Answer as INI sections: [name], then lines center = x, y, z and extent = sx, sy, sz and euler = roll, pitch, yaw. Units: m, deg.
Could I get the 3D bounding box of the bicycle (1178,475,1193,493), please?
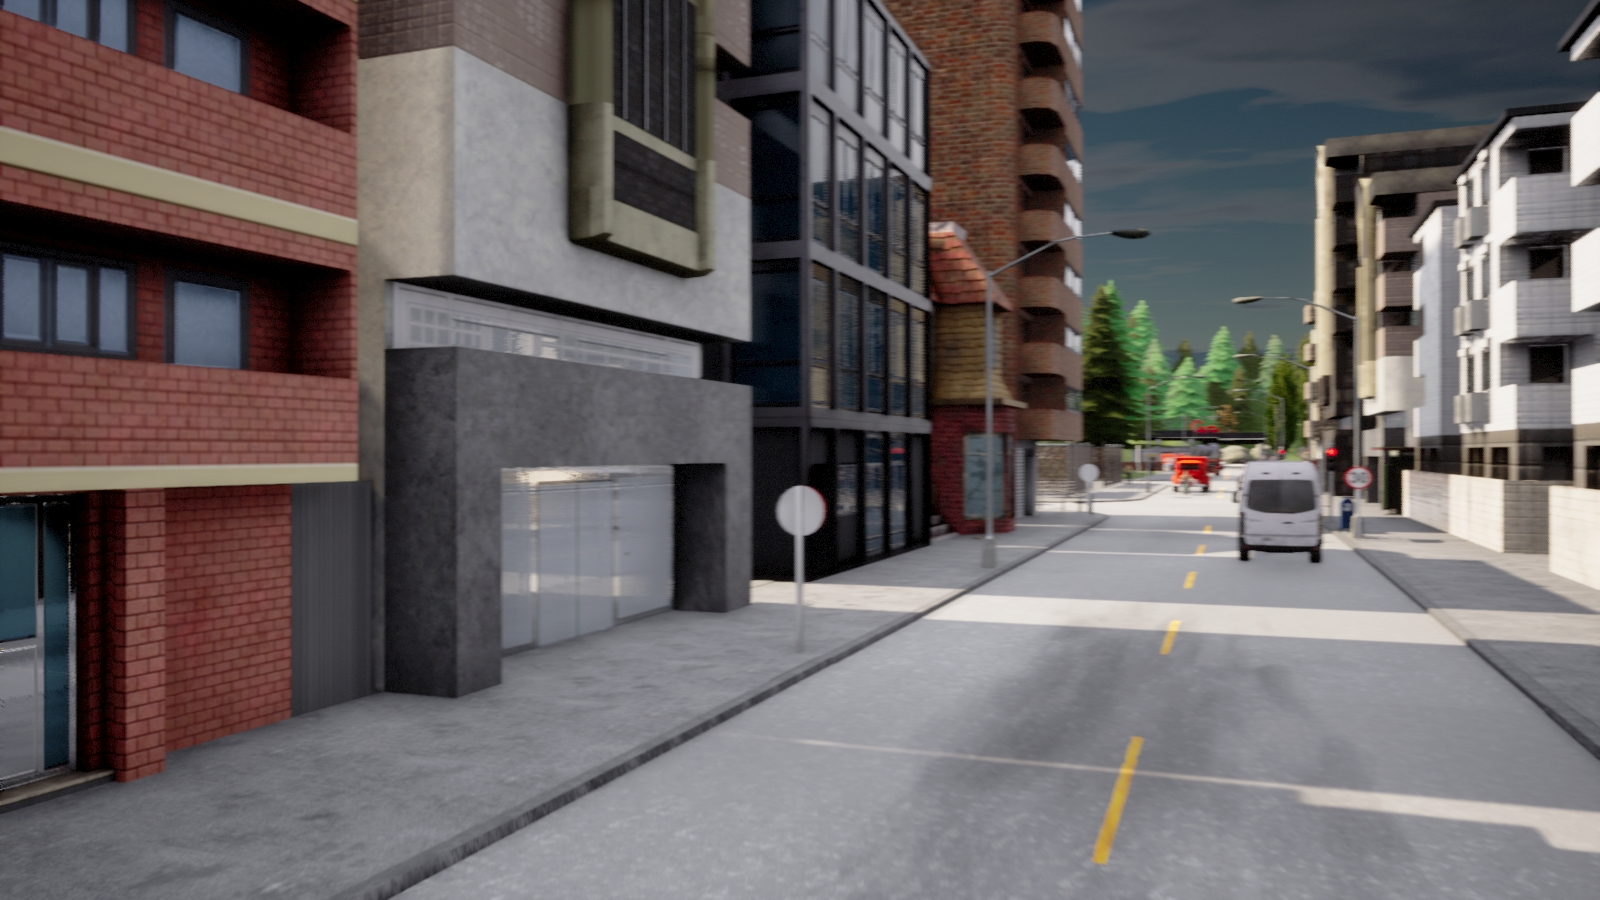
[bicycle]
center = 24.499, 2.145, 72.560
extent = 0.859, 1.080, 1.487
euler = 0, 0, 21

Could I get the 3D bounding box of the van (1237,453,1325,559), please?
[van]
center = 12.833, 1.358, 30.751
extent = 1.988, 2.561, 5.915
euler = 0, 0, 21
